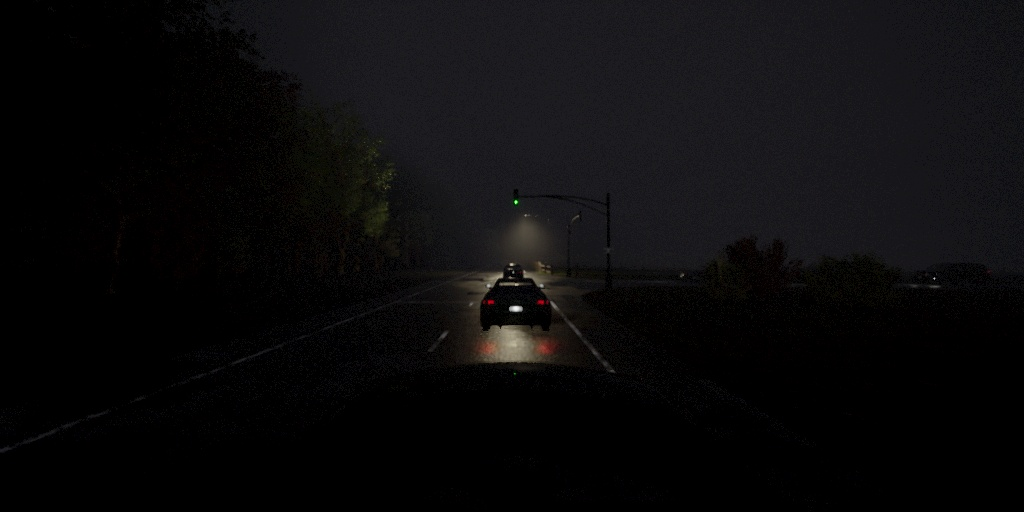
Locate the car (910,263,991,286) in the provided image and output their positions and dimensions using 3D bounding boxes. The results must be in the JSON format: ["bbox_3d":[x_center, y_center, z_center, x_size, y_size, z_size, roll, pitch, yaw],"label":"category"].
[{"bbox_3d":[40.022,1.611,32.776,5.566,2.045,2.150,1,-1,0],"label":"car"}]

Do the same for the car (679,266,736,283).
[{"bbox_3d":[18.008,1.643,32.908,4.902,1.511,2.128,1,-1,1],"label":"car"}]

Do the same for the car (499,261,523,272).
[{"bbox_3d":[0.107,1.453,33.211,2.033,1.411,5.357,0,0,0],"label":"car"}]

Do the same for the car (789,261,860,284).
[{"bbox_3d":[28.735,1.489,32.841,5.566,2.045,2.150,1,-1,1],"label":"car"}]

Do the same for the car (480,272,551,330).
[{"bbox_3d":[0.102,1.363,11.380,1.994,1.385,4.181,0,0,0],"label":"car"}]
